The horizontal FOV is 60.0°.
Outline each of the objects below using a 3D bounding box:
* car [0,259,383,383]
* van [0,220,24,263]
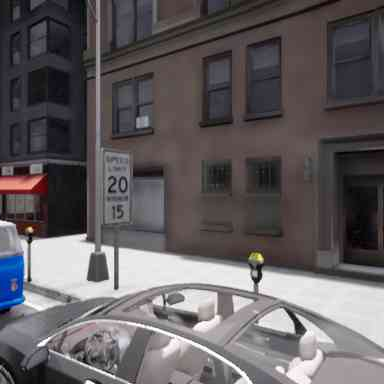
[{"bbox_3d":[-0.197,1.548,2.950,4.403,1.369,2.008,0,0,36],"label":"car"},{"bbox_3d":[-4.823,1.338,6.249,3.998,1.788,1.690,0,0,36],"label":"van"}]
